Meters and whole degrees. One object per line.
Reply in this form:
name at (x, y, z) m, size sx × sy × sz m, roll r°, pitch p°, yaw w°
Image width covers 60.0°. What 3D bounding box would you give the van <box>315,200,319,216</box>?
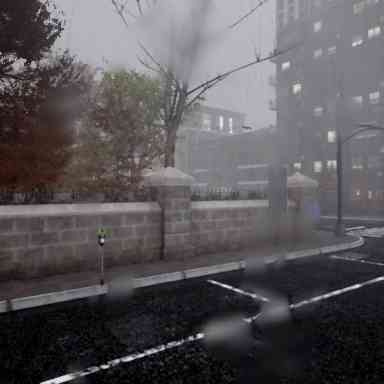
van at (10.417, 1.643, 32.623) m, size 1.690 × 1.788 × 3.998 m, roll -1°, pitch 0°, yaw -36°
